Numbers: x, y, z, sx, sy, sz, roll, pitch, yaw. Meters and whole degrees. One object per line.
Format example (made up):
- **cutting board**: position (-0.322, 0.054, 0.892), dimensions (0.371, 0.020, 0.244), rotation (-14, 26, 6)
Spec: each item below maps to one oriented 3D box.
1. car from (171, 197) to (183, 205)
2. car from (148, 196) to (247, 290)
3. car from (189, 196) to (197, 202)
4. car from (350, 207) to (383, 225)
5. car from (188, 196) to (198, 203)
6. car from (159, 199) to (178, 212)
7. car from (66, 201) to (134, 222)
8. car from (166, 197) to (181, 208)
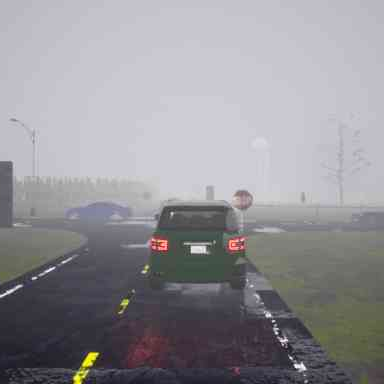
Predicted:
- **car**: position (-2.668, 1.599, 59.967), dimensions (2.033, 1.411, 5.357), rotation (0, 0, 0)
- **car**: position (0.111, 1.222, 9.198), dimensions (2.150, 2.045, 5.566), rotation (0, 0, 0)
- **car**: position (0.205, 1.618, 80.595), dimensions (1.812, 1.442, 4.674), rotation (0, 0, 0)
- **car**: position (14.703, 1.819, 25.360), dimensions (4.718, 1.301, 1.895), rotation (1, 1, 0)
- **car**: position (0.282, 1.618, 70.145), dimensions (2.033, 1.411, 5.357), rotation (0, 0, 0)
- **car**: position (-2.733, 1.586, 39.487), dimensions (1.994, 1.385, 4.181), rotation (0, 0, 0)
- **car**: position (-6.992, 1.397, 25.350), dimensions (5.008, 1.535, 1.882), rotation (1, 0, 0)
- **car**: position (-2.713, 1.560, 49.457), dimensions (1.812, 1.442, 4.674), rotation (0, 0, 1)
